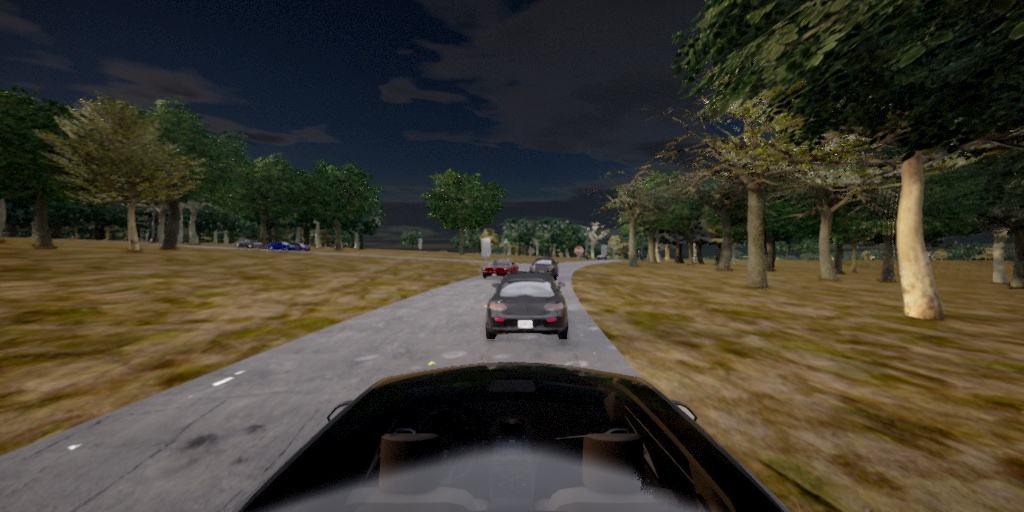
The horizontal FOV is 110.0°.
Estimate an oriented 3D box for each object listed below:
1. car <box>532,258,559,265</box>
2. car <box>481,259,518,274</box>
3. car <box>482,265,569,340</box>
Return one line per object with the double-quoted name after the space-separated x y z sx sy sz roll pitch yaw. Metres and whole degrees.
2.331 0.829 25.525 1.812 1.442 4.674 0 1 10 "car"
-0.795 0.902 25.984 1.895 1.301 4.718 0 1 10 "car"
0.412 1.126 9.295 1.812 1.442 4.674 -1 1 4 "car"
